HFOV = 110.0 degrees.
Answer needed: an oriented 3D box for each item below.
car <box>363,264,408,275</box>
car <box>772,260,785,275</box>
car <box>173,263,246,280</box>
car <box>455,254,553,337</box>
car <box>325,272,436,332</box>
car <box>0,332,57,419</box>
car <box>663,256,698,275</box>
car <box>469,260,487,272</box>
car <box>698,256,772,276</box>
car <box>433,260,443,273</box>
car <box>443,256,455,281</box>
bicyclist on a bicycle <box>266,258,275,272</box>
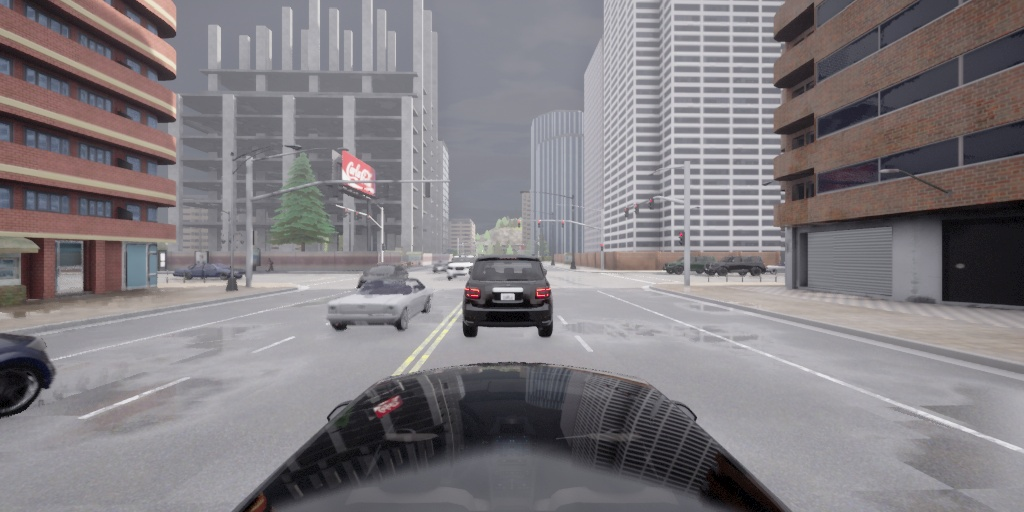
[{"bbox_3d":[-7.485,1.253,21.317,1.837,1.490,4.892,0,0,-1],"label":"car"},{"bbox_3d":[29.523,1.351,39.234,4.718,1.301,1.895,0,0,-1],"label":"car"},{"bbox_3d":[-25.618,1.297,30.627,5.357,1.411,2.033,0,0,-1],"label":"car"},{"bbox_3d":[-0.118,0.971,10.407,2.150,2.045,5.566,0,0,-1],"label":"car"},{"bbox_3d":[-3.776,1.351,11.070,1.895,1.301,4.718,0,0,-1],"label":"car"},{"bbox_3d":[-7.112,1.314,3.017,1.994,1.385,4.181,0,0,-1],"label":"car"},{"bbox_3d":[19.393,0.972,38.985,5.566,2.045,2.150,0,0,-1],"label":"car"},{"bbox_3d":[-4.529,1.297,48.123,2.033,1.411,5.357,0,0,-1],"label":"car"},{"bbox_3d":[22.003,0.971,35.555,5.566,2.045,2.150,0,0,-2],"label":"car"},{"bbox_3d":[-7.895,1.242,41.441,2.128,1.511,4.902,0,0,-1],"label":"car"},{"bbox_3d":[-4.178,0.972,30.827,2.150,2.045,5.566,0,0,-1],"label":"car"},{"bbox_3d":[-28.696,1.051,42.535,0.582,1.620,1.656,0,0,-1],"label":"bicyclist on a bicycle"}]
